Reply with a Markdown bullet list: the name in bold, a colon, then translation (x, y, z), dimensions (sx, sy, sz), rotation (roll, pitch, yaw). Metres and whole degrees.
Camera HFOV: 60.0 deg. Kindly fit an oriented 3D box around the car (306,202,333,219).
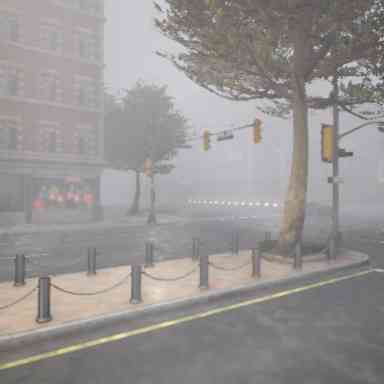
- **car**: translation (11.436, 1.686, 31.750), dimensions (1.837, 1.490, 4.892), rotation (2, -1, -27)
